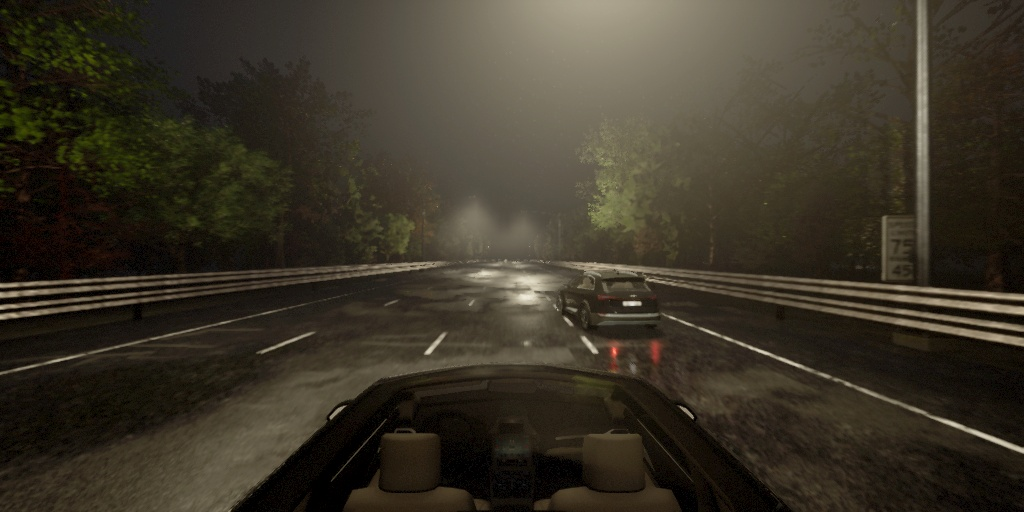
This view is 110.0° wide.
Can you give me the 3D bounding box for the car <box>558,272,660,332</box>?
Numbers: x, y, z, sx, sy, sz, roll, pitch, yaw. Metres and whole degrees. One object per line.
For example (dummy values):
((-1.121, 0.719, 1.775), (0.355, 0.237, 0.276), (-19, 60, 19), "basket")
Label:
((2.779, 1.281, 11.117), (2.033, 1.649, 4.856), (0, -1, -5), "car")
